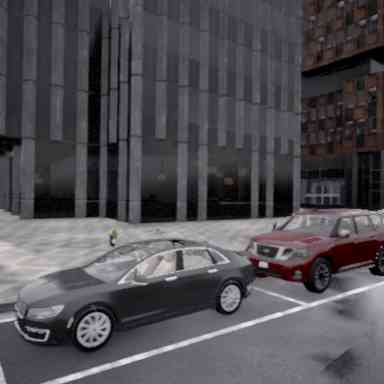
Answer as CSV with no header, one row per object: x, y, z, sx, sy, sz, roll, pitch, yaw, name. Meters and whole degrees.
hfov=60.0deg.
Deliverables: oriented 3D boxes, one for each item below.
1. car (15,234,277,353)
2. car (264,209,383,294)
-0.756,1.588,6.106,4.403,1.369,2.008,1,0,-35,car
3.745,1.426,9.315,5.009,1.841,2.192,1,0,-35,car
